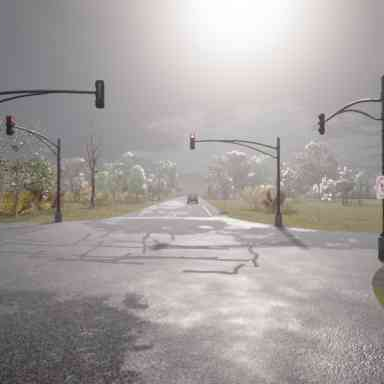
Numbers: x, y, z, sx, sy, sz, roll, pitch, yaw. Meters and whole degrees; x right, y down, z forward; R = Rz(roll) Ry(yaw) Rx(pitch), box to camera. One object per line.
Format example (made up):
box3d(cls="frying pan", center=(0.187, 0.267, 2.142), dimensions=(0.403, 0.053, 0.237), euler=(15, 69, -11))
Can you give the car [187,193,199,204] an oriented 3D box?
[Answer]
box3d(cls="car", center=(0.150, 1.293, 67.563), dimensions=(2.150, 2.045, 5.566), euler=(0, 0, 0))
